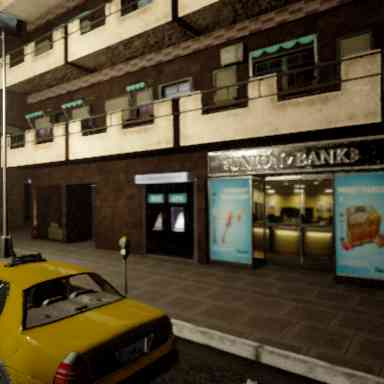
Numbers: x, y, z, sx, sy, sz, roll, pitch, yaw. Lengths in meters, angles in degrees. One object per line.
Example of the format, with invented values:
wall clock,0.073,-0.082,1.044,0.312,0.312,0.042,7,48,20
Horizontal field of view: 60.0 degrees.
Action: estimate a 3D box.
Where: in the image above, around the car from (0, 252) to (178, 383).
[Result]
car,-2.442,1.531,4.629,4.829,1.417,1.752,0,-1,36
